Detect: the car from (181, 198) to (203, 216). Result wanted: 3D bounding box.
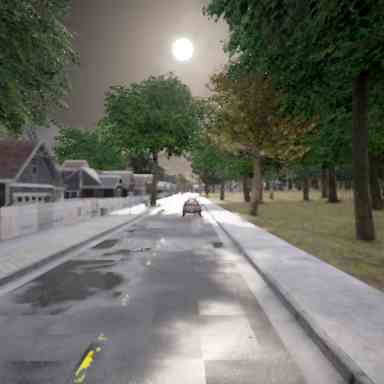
[{"bbox_3d":[-0.004,1.517,32.319,2.128,1.511,4.902,0,0,0],"label":"car"}]

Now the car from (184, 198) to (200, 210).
[{"bbox_3d":[0.004,1.559,44.313,2.033,1.411,5.357,0,0,0],"label":"car"}]
